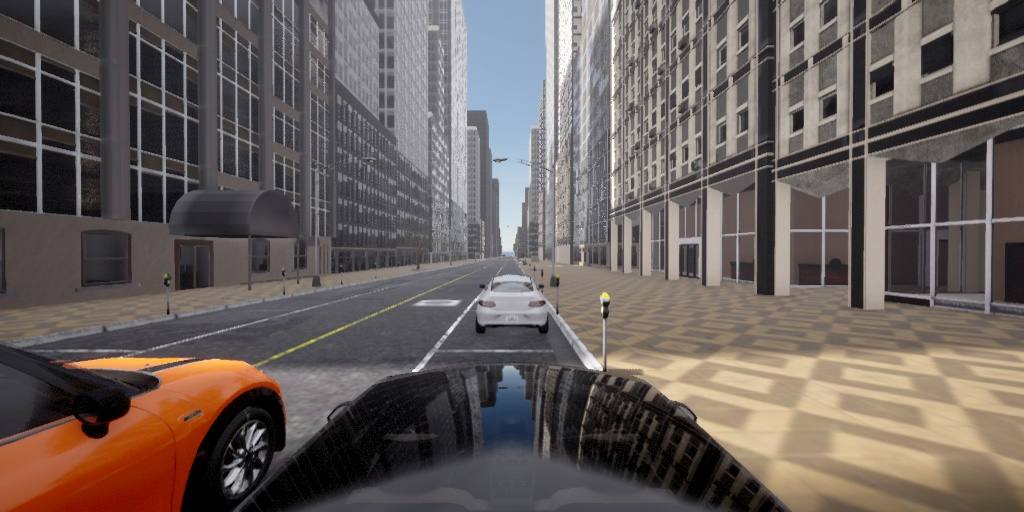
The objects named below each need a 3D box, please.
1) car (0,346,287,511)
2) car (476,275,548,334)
[{"bbox_3d":[-3.146,1.097,1.470,2.097,1.767,4.553,0,0,0],"label":"car"},{"bbox_3d":[0.003,1.264,10.501,1.812,1.442,4.674,0,0,0],"label":"car"}]
